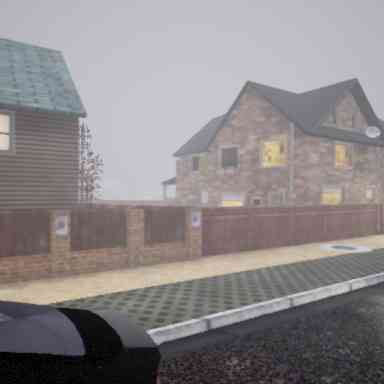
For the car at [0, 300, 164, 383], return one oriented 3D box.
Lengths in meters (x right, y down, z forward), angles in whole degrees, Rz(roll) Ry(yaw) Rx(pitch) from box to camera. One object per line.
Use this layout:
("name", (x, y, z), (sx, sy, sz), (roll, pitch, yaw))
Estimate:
("car", (-2.406, 1.454, 1.492), (4.902, 1.511, 2.128), (0, 0, -34))
